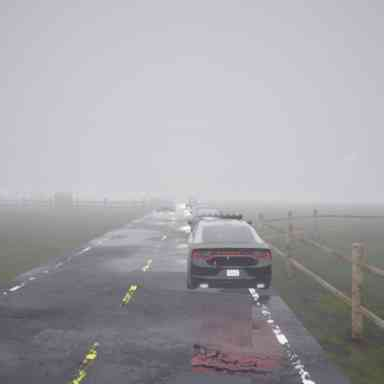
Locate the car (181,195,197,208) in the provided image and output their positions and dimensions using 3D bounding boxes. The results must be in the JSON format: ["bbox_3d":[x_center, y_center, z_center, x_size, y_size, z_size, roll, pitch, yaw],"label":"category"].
[{"bbox_3d":[0.038,1.537,45.719,2.033,1.411,5.357,0,0,1],"label":"car"}]

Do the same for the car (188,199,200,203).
[{"bbox_3d":[0.830,1.521,25.167,1.812,1.442,4.674,0,0,0],"label":"car"}]

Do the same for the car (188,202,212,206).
[{"bbox_3d":[0.828,1.522,19.167,1.812,1.442,4.674,0,0,0],"label":"car"}]

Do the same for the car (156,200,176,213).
[{"bbox_3d":[-2.742,1.557,35.984,1.994,1.385,4.181,0,0,0],"label":"car"}]

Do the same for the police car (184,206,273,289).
[{"bbox_3d":[0.826,1.424,9.277,1.930,1.638,5.238,0,0,0],"label":"police car"}]

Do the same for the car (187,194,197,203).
[{"bbox_3d":[0.016,1.331,66.887,2.097,1.767,4.553,0,0,0],"label":"car"}]
